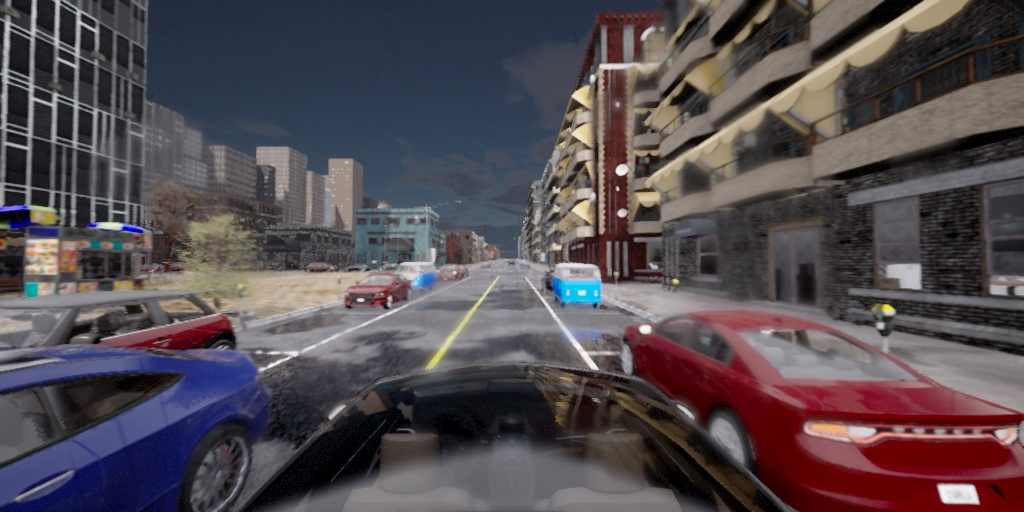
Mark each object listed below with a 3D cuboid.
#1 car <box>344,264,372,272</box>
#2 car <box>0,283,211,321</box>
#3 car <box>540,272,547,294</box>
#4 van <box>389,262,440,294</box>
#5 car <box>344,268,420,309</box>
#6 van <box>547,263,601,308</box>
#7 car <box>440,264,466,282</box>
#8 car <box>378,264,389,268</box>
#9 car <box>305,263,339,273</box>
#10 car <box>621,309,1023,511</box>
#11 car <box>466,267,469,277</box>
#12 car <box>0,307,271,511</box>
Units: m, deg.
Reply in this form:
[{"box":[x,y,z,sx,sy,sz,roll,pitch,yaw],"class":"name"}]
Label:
[{"box":[-25.198,1.970,58.614,4.313,1.339,1.948,0,0,1],"class":"car"},{"box":[-5.657,1.214,4.360,1.967,1.591,4.097,0,0,0],"class":"car"},{"box":[2.691,1.489,21.330,1.948,1.339,4.313,0,0,0],"class":"car"},{"box":[-5.658,1.264,21.297,1.690,1.789,3.998,0,0,0],"class":"van"},{"box":[-5.657,1.419,15.651,1.888,1.381,4.507,0,0,0],"class":"car"},{"box":[2.691,1.215,15.684,1.690,1.789,3.998,0,0,0],"class":"van"},{"box":[-5.658,1.458,32.589,1.967,1.591,4.097,0,0,0],"class":"car"},{"box":[-19.716,1.928,58.539,4.403,1.370,2.007,0,0,1],"class":"car"},{"box":[-26.375,1.652,49.992,4.097,1.591,1.967,0,0,1],"class":"car"},{"box":[2.691,1.319,4.393,1.888,1.381,4.507,0,0,0],"class":"car"},{"box":[-5.658,1.611,38.234,1.888,1.381,4.507,0,0,0],"class":"car"},{"box":[-3.101,1.273,1.448,1.812,1.442,4.674,0,0,0],"class":"car"}]
